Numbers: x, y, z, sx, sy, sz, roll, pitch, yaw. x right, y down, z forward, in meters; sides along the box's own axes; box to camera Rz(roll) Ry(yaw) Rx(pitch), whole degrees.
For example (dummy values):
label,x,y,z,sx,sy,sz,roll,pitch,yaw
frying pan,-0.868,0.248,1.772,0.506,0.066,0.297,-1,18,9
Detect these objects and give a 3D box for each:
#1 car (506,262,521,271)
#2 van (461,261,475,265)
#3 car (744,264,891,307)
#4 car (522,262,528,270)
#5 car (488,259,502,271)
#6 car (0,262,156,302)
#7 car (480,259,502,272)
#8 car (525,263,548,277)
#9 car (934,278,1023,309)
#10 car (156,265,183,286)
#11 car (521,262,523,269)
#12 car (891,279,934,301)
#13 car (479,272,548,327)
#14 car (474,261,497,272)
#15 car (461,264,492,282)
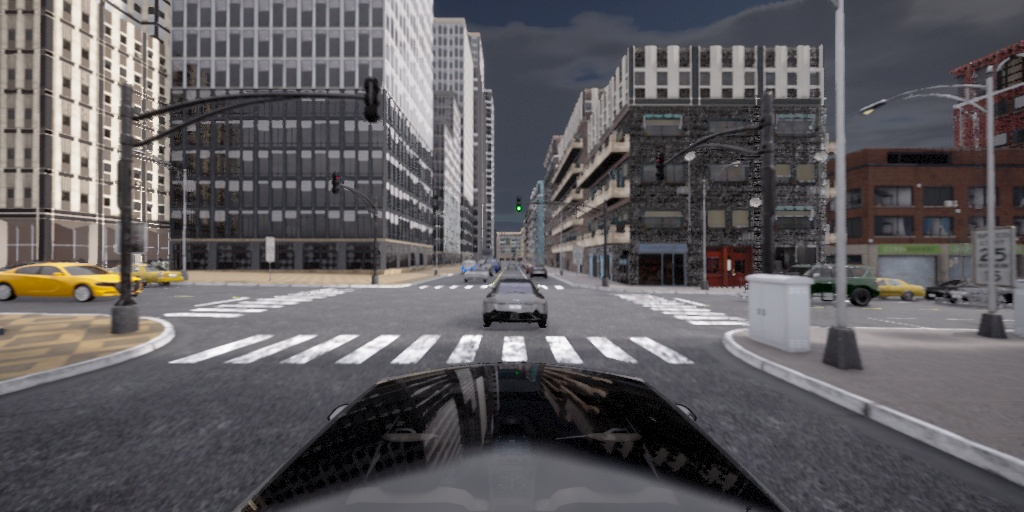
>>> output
label,x,y,z,sx,sy,sz,roll,pitch,yaw
car,0.027,1.789,63.338,2.128,1.511,4.902,0,-1,0
van,-5.685,1.494,47.313,1.690,1.789,3.998,0,0,0
car,15.582,1.436,18.547,5.566,2.045,2.150,1,0,-1
car,2.695,1.698,47.312,1.888,1.381,4.507,0,0,0
car,-2.993,1.518,63.190,2.150,2.045,5.566,0,-1,0
car,-18.465,1.030,14.972,5.008,1.535,1.882,1,0,0
car,-3.066,1.421,52.411,2.150,2.045,5.566,0,-1,0
car,2.695,1.630,37.346,1.948,1.339,4.313,0,0,0
car,25.550,1.893,18.655,4.902,1.511,2.128,1,0,-1
car,-22.042,1.048,20.806,4.829,1.417,1.751,0,0,-1
car,2.697,1.857,64.275,2.007,1.370,4.403,0,0,0
car,21.367,1.866,21.197,4.829,1.417,1.751,0,0,-1
car,0.105,1.446,12.234,1.994,1.385,4.181,1,-1,0
car,-3.091,1.610,41.936,1.837,1.490,4.892,0,-1,0
car,-3.096,1.617,31.946,1.895,1.301,4.718,0,-1,0
